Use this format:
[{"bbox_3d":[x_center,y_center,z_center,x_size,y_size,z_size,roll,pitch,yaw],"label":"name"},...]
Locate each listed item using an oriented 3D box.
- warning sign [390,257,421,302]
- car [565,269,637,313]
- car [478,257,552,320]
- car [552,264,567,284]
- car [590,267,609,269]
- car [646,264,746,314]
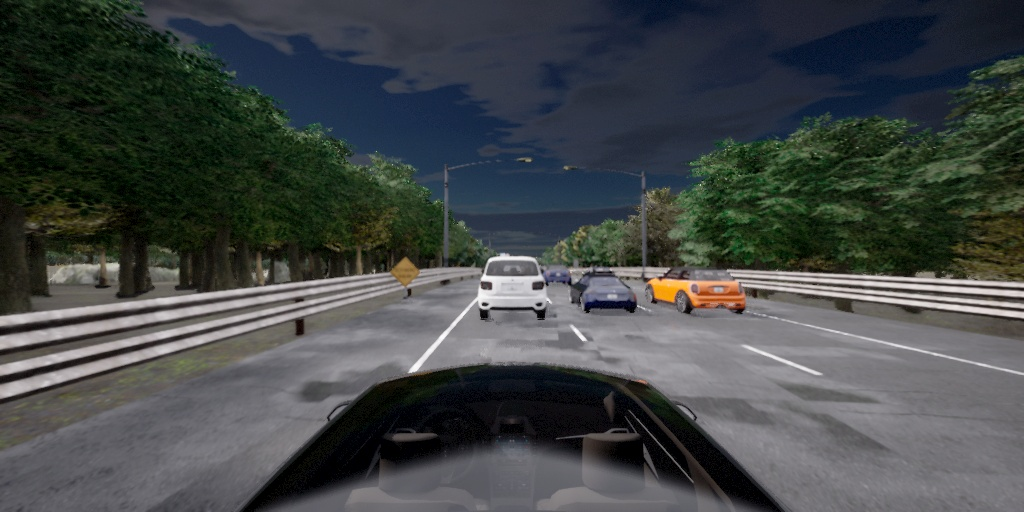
[{"bbox_3d":[-4.546,0.969,15.289,1.300,1.860,1.060,0,0,0],"label":"warning sign"},{"bbox_3d":[3.549,1.411,14.607,1.994,1.385,4.181,0,-1,1],"label":"car"},{"bbox_3d":[0.032,1.056,13.217,2.150,2.045,5.566,0,0,0],"label":"car"},{"bbox_3d":[3.551,1.473,29.377,2.097,1.767,4.553,0,-2,1],"label":"car"},{"bbox_3d":[7.051,1.615,29.458,2.128,1.511,4.902,0,-1,1],"label":"car"},{"bbox_3d":[7.046,1.194,14.320,2.097,1.767,4.553,0,-1,1],"label":"car"}]
